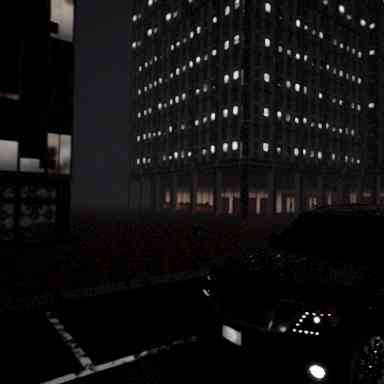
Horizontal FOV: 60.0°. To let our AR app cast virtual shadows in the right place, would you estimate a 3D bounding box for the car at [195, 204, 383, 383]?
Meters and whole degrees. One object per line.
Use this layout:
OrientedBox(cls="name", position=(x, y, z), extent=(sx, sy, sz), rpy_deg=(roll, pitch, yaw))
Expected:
OrientedBox(cls="car", position=(2.692, 1.246, 5.301), extent=(5.566, 2.045, 2.150), rpy_deg=(0, 0, -36))
